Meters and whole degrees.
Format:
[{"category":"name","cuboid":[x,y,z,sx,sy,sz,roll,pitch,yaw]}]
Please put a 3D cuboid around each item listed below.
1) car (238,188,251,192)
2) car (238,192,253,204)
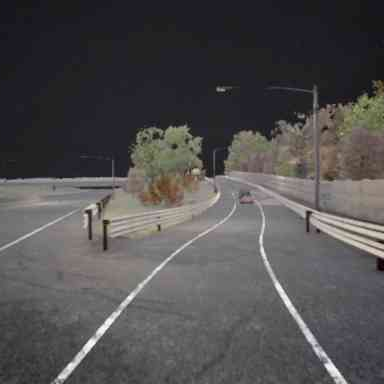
[{"category":"car","cuboid":[9.804,0.264,62.305,2.150,2.045,5.566,-1,4,6]},{"category":"car","cuboid":[8.634,1.165,52.717,1.994,1.385,4.181,-1,3,7]}]
